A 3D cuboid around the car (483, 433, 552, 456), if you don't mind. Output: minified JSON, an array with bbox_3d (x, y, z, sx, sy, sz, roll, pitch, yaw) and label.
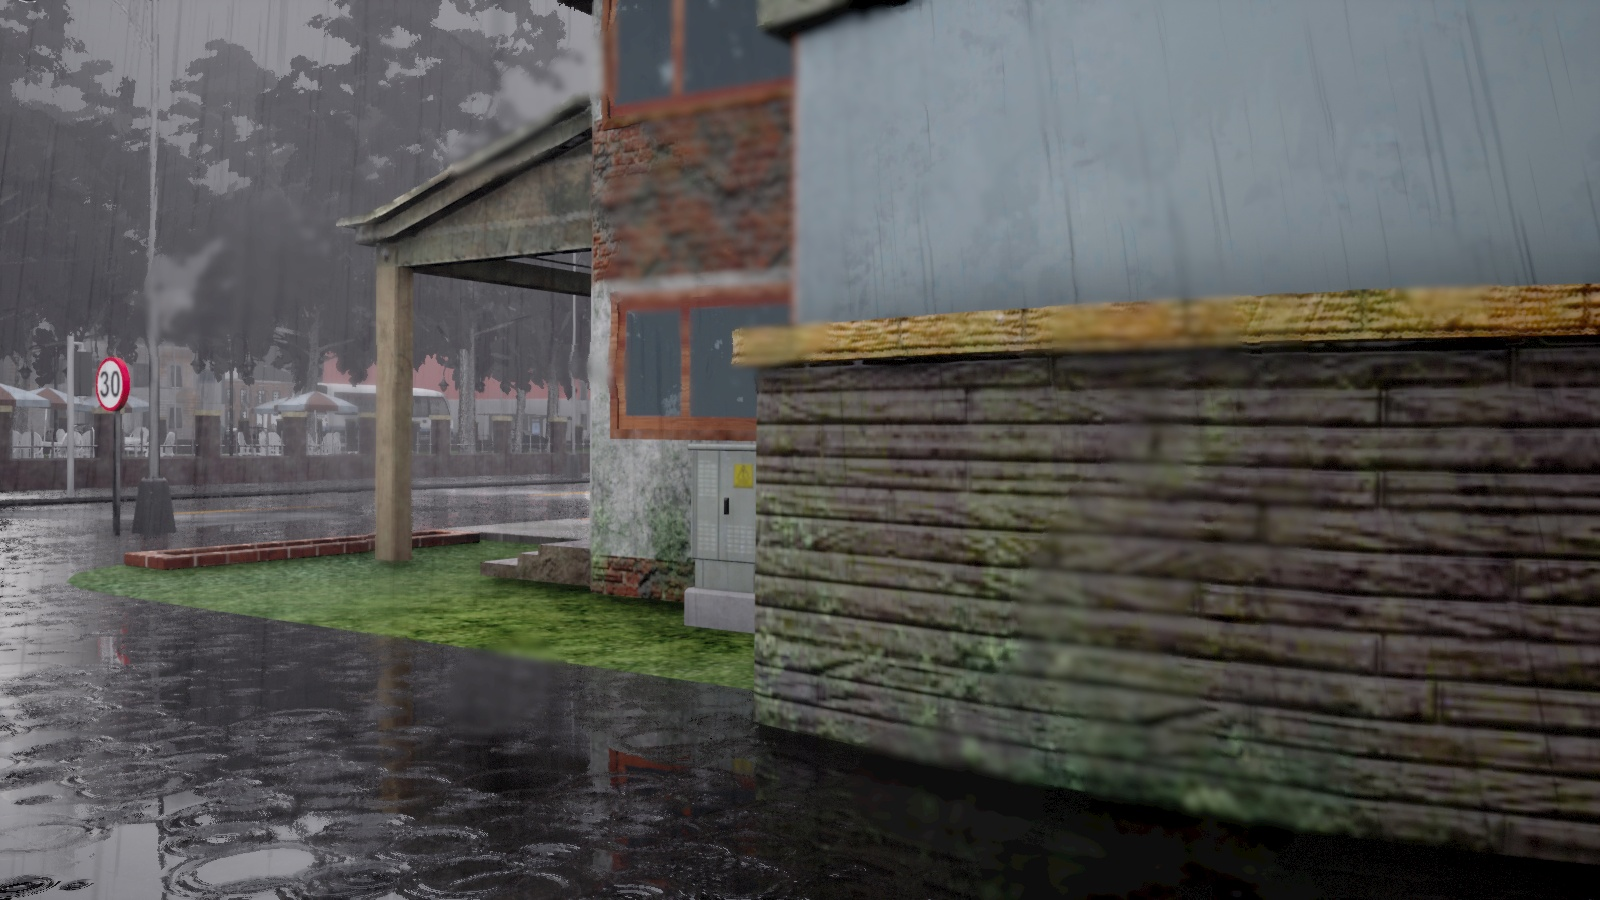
[{"bbox_3d":[-20.658,-0.409,92.079,2.033,1.649,4.856,0,1,33],"label":"car"}]

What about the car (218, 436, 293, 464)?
[{"bbox_3d":[-32.264,-0.015,74.493,1.789,1.549,3.705,0,1,33],"label":"car"}]

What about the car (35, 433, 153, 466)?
[{"bbox_3d":[-37.408,-0.062,66.681,2.152,1.651,5.027,0,1,33],"label":"car"}]

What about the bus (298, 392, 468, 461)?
[{"bbox_3d":[-27.106,-1.524,82.317,3.944,4.253,10.273,0,1,33],"label":"bus"}]
